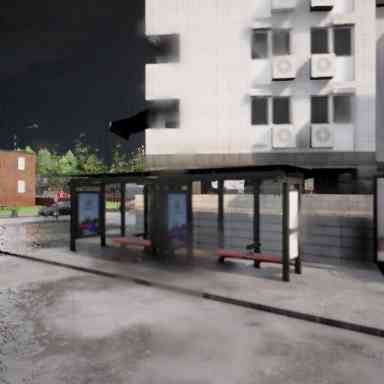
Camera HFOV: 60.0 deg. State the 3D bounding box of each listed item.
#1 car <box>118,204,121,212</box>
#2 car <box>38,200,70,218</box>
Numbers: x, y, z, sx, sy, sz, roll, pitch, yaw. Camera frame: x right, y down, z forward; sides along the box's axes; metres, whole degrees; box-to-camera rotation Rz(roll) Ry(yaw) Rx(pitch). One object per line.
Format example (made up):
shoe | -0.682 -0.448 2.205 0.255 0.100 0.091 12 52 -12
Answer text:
car | -6.453 1.519 38.913 1.882 1.535 5.008 0 0 36
car | -11.934 1.546 31.226 1.837 1.490 4.892 0 0 35
